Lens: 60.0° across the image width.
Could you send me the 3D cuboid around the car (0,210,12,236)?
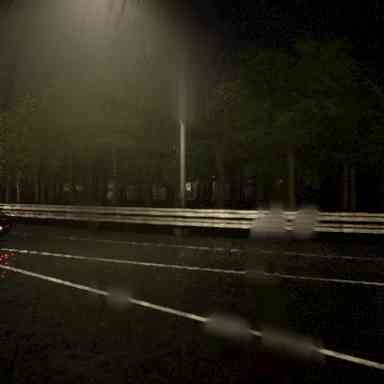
[{"bbox_3d":[-11.434,1.515,17.294,4.892,1.490,1.837,0,0,29],"label":"car"}]
